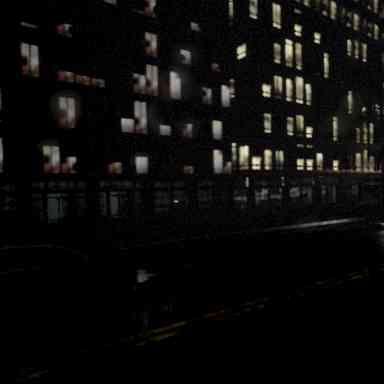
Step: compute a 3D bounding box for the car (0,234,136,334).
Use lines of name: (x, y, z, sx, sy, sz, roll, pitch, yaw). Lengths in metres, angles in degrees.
car: (-3.309, 1.487, 5.276, 4.902, 1.511, 2.128, -1, 1, -35)
